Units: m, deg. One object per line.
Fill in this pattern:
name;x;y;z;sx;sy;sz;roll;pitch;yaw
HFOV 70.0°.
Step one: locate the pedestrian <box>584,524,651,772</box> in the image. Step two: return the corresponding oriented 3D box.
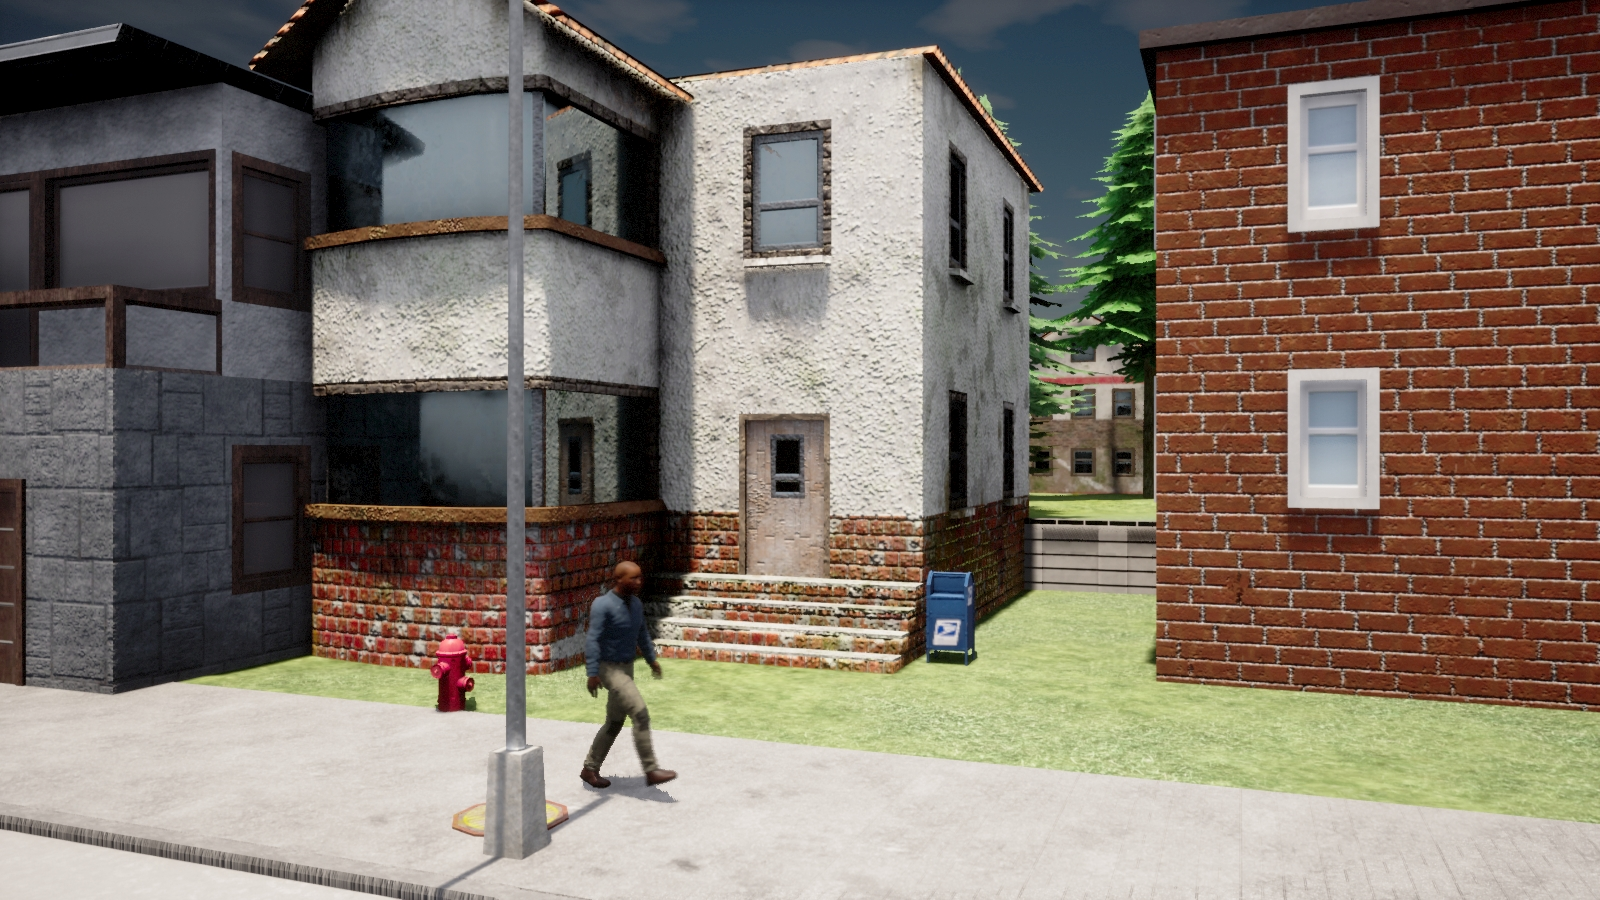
pedestrian;-1.429;1.524;8.971;0.375;1.860;0.375;0;0;26
